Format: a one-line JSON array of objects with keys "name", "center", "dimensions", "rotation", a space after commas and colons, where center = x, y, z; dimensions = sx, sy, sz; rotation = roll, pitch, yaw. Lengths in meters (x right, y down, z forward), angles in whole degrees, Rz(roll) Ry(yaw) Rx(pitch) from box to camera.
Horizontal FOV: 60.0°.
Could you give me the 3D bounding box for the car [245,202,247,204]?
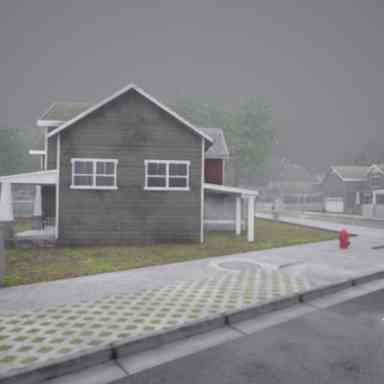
[{"name": "car", "center": [9.636, 2.674, 61.423], "dimensions": [2.097, 1.767, 4.553], "rotation": [1, -2, -9]}]
